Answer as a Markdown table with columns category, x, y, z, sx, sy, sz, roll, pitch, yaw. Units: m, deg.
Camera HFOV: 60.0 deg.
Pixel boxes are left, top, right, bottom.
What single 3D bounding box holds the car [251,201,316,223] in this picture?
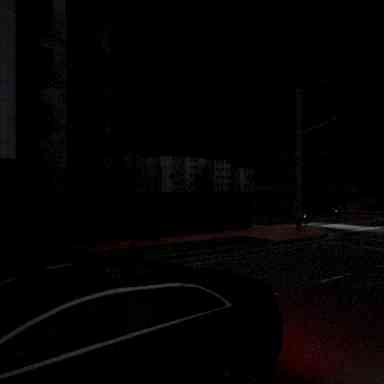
| category | x | y | z | sx | sy | sz | roll | pitch | yaw |
| --- | --- | --- | --- | --- | --- | --- | --- | --- | --- |
| car | 6.688 | 1.491 | 26.003 | 2.128 | 1.511 | 4.902 | 0 | 0 | -36 |

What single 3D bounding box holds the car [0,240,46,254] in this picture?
| category | x | y | z | sx | sy | sz | roll | pitch | yaw |
| --- | --- | --- | --- | --- | --- | --- | --- | --- | --- |
| car | -3.998 | 1.547 | 5.439 | 5.357 | 1.411 | 2.033 | 0 | 0 | -36 |

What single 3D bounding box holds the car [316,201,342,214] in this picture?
| category | x | y | z | sx | sy | sz | roll | pitch | yaw |
| --- | --- | --- | --- | --- | --- | --- | --- | --- | --- |
| car | 13.063 | 1.601 | 34.913 | 1.895 | 1.301 | 4.718 | 0 | 0 | -36 |

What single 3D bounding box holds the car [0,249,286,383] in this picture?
| category | x | y | z | sx | sy | sz | roll | pitch | yaw |
| --- | --- | --- | --- | --- | --- | --- | --- | --- | --- |
| car | -1.215 | 1.491 | 3.125 | 4.902 | 1.511 | 2.128 | 0 | 0 | -36 |
